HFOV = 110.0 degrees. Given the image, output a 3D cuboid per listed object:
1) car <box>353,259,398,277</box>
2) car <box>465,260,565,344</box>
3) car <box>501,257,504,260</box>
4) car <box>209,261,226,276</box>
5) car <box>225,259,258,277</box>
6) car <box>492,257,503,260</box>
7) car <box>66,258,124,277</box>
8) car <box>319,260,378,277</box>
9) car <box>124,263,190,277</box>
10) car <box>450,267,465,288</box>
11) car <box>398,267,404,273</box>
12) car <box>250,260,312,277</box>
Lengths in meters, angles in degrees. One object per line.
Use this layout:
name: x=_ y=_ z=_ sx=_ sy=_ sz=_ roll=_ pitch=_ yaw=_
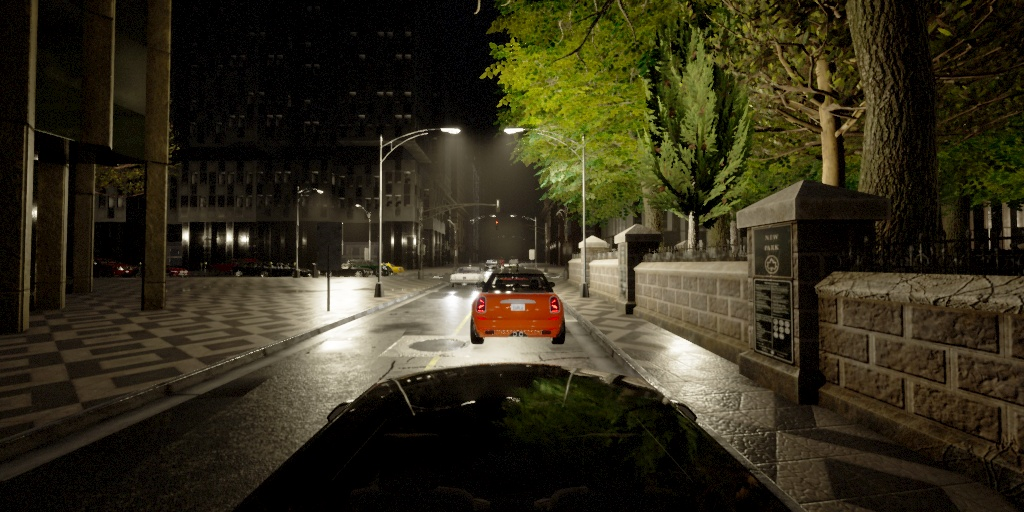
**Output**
car: x=-13.728 y=1.125 z=34.176 sx=4.553 sy=1.767 sz=2.097 roll=0 pitch=-1 yaw=0
car: x=0.132 y=1.107 z=9.723 sx=2.097 sy=1.767 sz=4.553 roll=0 pitch=0 yaw=0
car: x=-2.793 y=1.369 z=61.162 sx=1.837 sy=1.490 sz=4.892 roll=0 pitch=0 yaw=1
car: x=-30.955 y=1.237 z=40.197 sx=5.009 sy=1.841 sz=2.192 roll=0 pitch=0 yaw=1
car: x=-24.020 y=1.292 z=34.281 sx=4.892 sy=1.490 sz=1.837 roll=0 pitch=-1 yaw=0
car: x=-2.859 y=1.325 z=50.787 sx=2.128 sy=1.511 sz=4.902 roll=0 pitch=0 yaw=0
car: x=-36.549 y=1.061 z=31.732 sx=5.009 sy=1.841 sz=2.192 roll=0 pitch=0 yaw=1
car: x=-14.498 y=1.267 z=31.504 sx=4.403 sy=1.370 sz=2.007 roll=0 pitch=0 yaw=1
car: x=-31.036 y=1.320 z=31.675 sx=4.207 sy=1.307 sz=1.802 roll=0 pitch=0 yaw=1
car: x=-2.896 y=1.395 z=24.084 sx=1.895 sy=1.301 sz=4.718 roll=0 pitch=0 yaw=0
car: x=-14.589 y=1.425 z=40.028 sx=4.829 sy=1.417 sz=1.751 roll=0 pitch=0 yaw=1
car: x=-20.011 y=1.289 z=31.561 sx=4.313 sy=1.339 sz=1.948 roll=0 pitch=0 yaw=1
